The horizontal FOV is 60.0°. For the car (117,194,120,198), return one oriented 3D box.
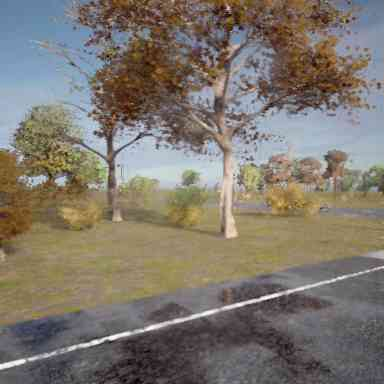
[{"bbox_3d":[-17.812,0.834,85.785,2.033,1.411,5.357,0,1,-29],"label":"car"}]

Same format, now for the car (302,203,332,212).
[{"bbox_3d":[13.858,1.489,38.833,1.837,1.490,4.892,0,1,-35],"label":"car"}]
